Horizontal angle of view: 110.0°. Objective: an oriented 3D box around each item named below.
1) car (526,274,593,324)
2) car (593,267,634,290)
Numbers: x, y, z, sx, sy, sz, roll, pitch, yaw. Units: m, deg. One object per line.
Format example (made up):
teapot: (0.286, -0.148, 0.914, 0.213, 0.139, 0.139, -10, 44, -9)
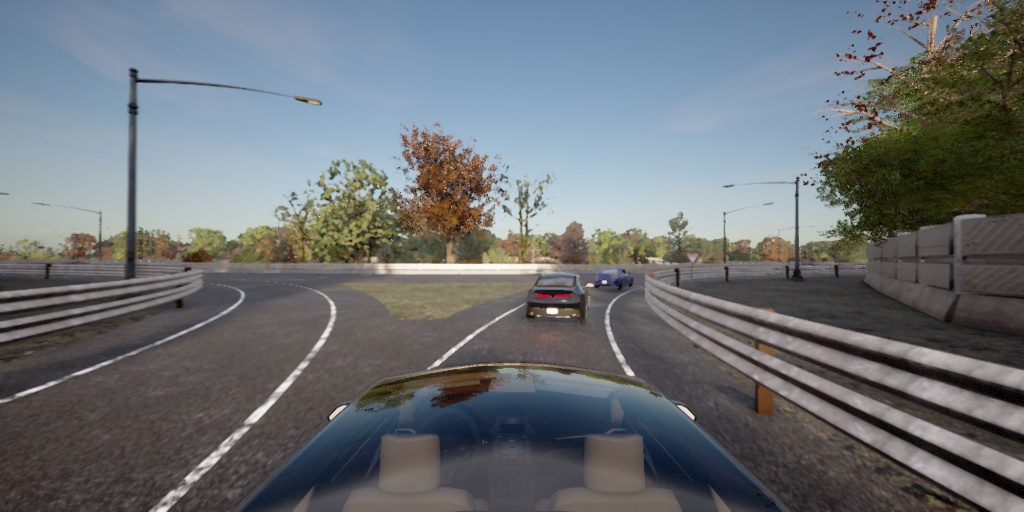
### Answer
car: (1.720, 1.348, 12.501, 1.837, 1.490, 4.892, 0, -1, 14)
car: (6.960, 1.489, 24.476, 1.812, 1.442, 4.674, 0, -1, 30)
